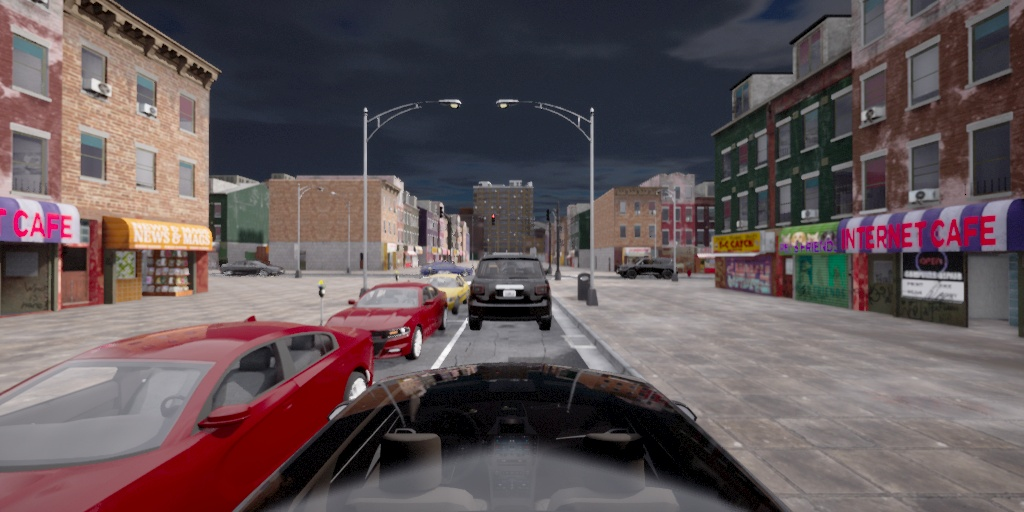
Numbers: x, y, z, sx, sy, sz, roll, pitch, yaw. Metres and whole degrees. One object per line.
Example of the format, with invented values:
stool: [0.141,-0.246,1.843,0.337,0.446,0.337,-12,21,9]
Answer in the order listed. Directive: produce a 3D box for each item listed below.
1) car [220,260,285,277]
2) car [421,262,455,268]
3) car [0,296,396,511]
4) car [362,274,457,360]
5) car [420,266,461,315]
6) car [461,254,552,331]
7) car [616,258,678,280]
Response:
car: [-22.272,1.119,30.901,4.892,1.490,1.837,1,0,0]
car: [-5.847,1.265,32.087,4.674,1.442,1.812,0,0,-17]
car: [-2.637,1.295,2.865,1.888,1.381,4.507,0,0,0]
car: [-2.638,1.296,8.359,1.888,1.381,4.507,0,0,0]
car: [-2.638,1.280,13.682,1.751,1.417,4.829,0,0,0]
car: [-0.029,0.974,11.098,2.150,2.045,5.566,0,0,1]
car: [12.813,1.162,34.039,5.566,2.045,2.150,1,0,0]
